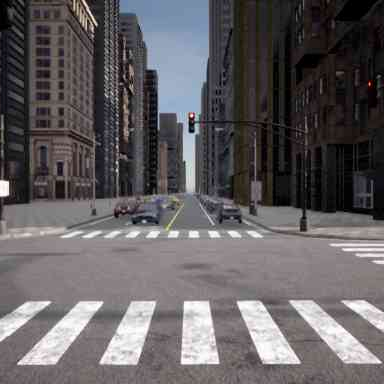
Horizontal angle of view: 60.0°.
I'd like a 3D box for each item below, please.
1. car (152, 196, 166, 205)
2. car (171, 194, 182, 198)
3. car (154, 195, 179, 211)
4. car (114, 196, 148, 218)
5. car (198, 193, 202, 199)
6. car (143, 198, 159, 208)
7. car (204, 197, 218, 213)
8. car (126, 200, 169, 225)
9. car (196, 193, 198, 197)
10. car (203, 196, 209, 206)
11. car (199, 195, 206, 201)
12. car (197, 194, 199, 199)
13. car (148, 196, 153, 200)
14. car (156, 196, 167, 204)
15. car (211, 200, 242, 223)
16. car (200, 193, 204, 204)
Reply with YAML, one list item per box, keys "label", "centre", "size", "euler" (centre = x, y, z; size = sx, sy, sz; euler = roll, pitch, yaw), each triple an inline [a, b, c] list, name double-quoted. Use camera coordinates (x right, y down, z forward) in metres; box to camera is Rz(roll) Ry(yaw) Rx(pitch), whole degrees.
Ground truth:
- label: "car"
  centre: [-5.805, 1.447, 58.949]
  size: [1.967, 1.590, 4.097]
  euler: [0, 0, 0]
- label: "car"
  centre: [-3.084, 1.483, 54.866]
  size: [1.882, 1.535, 5.008]
  euler: [0, 0, 1]
- label: "car"
  centre: [-3.115, 1.494, 41.300]
  size: [2.128, 1.511, 4.902]
  euler: [0, 0, 0]
- label: "car"
  centre: [-5.786, 1.315, 30.746]
  size: [2.192, 1.841, 5.009]
  euler: [0, 0, 0]
- label: "car"
  centre: [2.716, 1.450, 64.604]
  size: [1.967, 1.590, 4.097]
  euler: [0, 0, 0]
- label: "car"
  centre: [-5.797, 1.585, 47.668]
  size: [1.802, 1.307, 4.206]
  euler: [0, 0, 0]
- label: "car"
  centre: [2.736, 1.551, 36.402]
  size: [2.008, 1.369, 4.403]
  euler: [0, 0, 0]
- label: "car"
  centre: [-3.115, 1.547, 24.365]
  size: [2.033, 1.411, 5.357]
  euler: [0, 0, 0]
- label: "car"
  centre: [2.705, 1.567, 81.526]
  size: [1.887, 1.381, 4.507]
  euler: [0, 0, 0]
- label: "car"
  centre: [2.732, 1.546, 42.042]
  size: [1.887, 1.381, 4.507]
  euler: [0, 0, 0]
- label: "car"
  centre: [2.701, 1.553, 87.337]
  size: [1.752, 1.417, 4.829]
  euler: [0, 0, 0]
- label: "car"
  centre: [2.709, 1.562, 75.885]
  size: [1.887, 1.381, 4.507]
  euler: [0, 0, 0]
- label: "car"
  centre: [-5.790, 1.440, 36.387]
  size: [1.967, 1.590, 4.097]
  euler: [0, 0, 0]
- label: "car"
  centre: [-5.809, 1.535, 64.420]
  size: [1.752, 1.417, 4.829]
  euler: [0, 0, 0]
- label: "car"
  centre: [2.743, 1.550, 25.120]
  size: [2.008, 1.369, 4.403]
  euler: [0, 0, 0]
- label: "car"
  centre: [2.724, 1.445, 53.323]
  size: [1.967, 1.590, 4.097]
  euler: [0, 0, 0]
